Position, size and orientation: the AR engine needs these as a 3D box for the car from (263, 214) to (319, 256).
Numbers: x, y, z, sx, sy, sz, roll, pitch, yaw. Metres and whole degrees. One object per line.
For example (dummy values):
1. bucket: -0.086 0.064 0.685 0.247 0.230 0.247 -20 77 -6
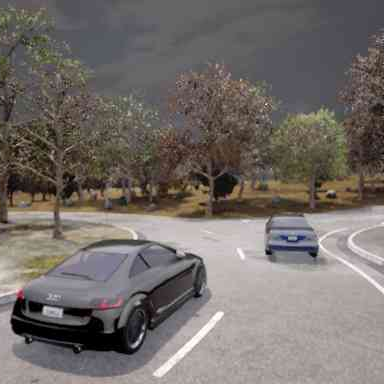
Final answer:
1. car: 3.879 1.585 13.424 2.033 1.411 5.357 0 0 13

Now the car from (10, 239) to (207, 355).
1. car: -1.155 1.580 6.317 1.994 1.385 4.181 0 0 20
